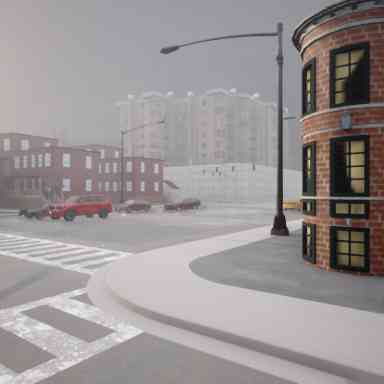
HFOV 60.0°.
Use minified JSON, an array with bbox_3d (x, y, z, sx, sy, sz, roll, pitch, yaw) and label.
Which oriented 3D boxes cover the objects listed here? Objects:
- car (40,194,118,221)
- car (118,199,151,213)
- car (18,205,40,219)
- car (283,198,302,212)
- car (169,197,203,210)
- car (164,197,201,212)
[{"bbox_3d":[-9.166,1.221,27.549,2.150,2.045,5.566,0,0,36],"label":"car"},{"bbox_3d":[-6.518,1.526,37.253,1.812,1.442,4.674,0,0,35],"label":"car"},{"bbox_3d":[-12.247,1.547,29.260,2.033,1.411,5.357,0,0,36],"label":"car"},{"bbox_3d":[12.408,1.478,39.357,1.882,1.535,5.008,0,0,36],"label":"car"},{"bbox_3d":[-0.720,1.488,45.343,2.128,1.511,4.902,0,0,36],"label":"car"},{"bbox_3d":[-1.209,1.478,38.671,1.882,1.535,5.008,0,0,36],"label":"car"}]
